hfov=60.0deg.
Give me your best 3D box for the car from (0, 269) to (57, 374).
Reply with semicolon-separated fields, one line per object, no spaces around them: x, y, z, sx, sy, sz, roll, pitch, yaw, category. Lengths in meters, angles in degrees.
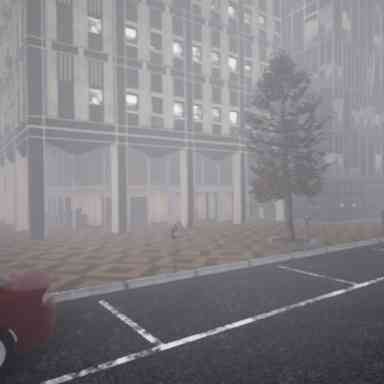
-3.954;1.545;3.753;4.507;1.381;1.887;0;-1;-35;car
